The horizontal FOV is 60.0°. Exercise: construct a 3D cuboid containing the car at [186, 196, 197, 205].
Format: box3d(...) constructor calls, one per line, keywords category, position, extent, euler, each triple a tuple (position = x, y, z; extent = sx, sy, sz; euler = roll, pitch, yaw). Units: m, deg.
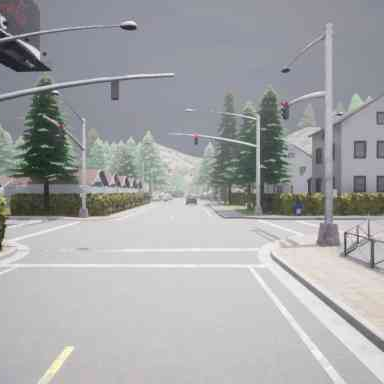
box3d(category="car", position=(-0.086, 1.505, 59.225), extent=(1.837, 1.490, 4.892), euler=(0, 0, 0))
